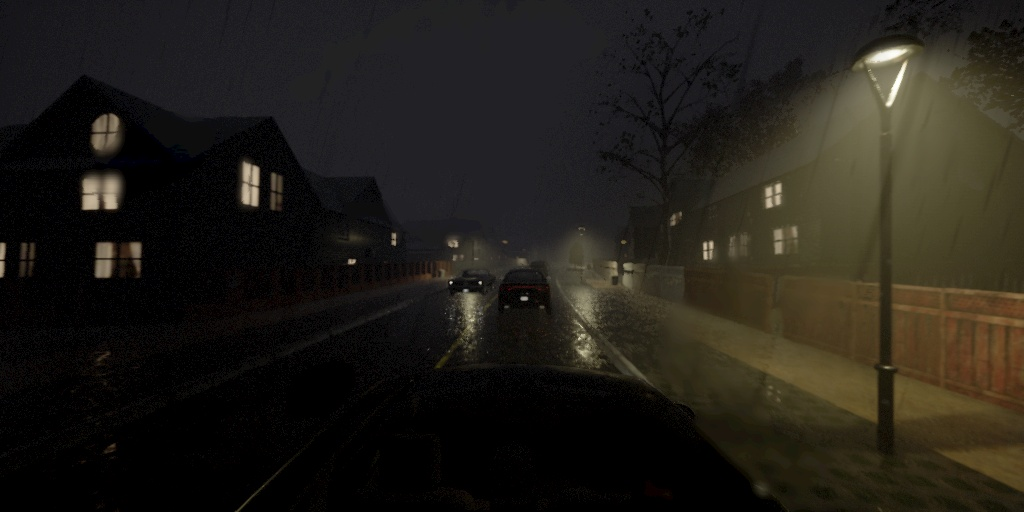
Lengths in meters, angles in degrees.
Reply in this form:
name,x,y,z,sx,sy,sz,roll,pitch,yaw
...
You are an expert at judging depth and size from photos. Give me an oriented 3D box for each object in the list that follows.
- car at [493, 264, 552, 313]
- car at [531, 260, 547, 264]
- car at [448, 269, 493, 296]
name,x,y,z,sx,sy,sz,roll,pitch,yaw
car,0.536,1.240,14.194,1.882,1.535,5.008,0,0,3
car,2.590,1.267,34.759,1.837,1.490,4.892,0,0,8
car,-2.080,1.370,19.525,1.895,1.301,4.718,0,0,5
